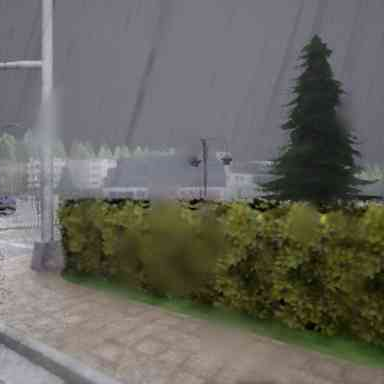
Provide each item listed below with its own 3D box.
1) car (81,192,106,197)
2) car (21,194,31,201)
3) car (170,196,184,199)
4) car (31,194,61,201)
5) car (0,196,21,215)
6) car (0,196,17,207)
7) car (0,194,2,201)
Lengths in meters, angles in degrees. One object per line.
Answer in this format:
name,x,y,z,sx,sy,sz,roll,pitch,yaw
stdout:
car,-17.443,1.033,61.092,1.932,1.855,4.605,0,0,36
car,-35.715,1.141,73.576,1.970,1.475,3.806,0,0,36
car,-2.538,1.332,49.993,1.845,1.501,3.633,0,0,36
car,-30.348,1.070,70.043,2.152,1.636,5.027,0,0,36
car,-17.924,1.300,28.992,2.007,1.523,4.514,0,0,36
car,-25.500,1.261,43.998,1.845,1.501,3.633,0,0,36
car,-42.837,1.202,70.057,2.007,1.523,4.514,0,0,36
